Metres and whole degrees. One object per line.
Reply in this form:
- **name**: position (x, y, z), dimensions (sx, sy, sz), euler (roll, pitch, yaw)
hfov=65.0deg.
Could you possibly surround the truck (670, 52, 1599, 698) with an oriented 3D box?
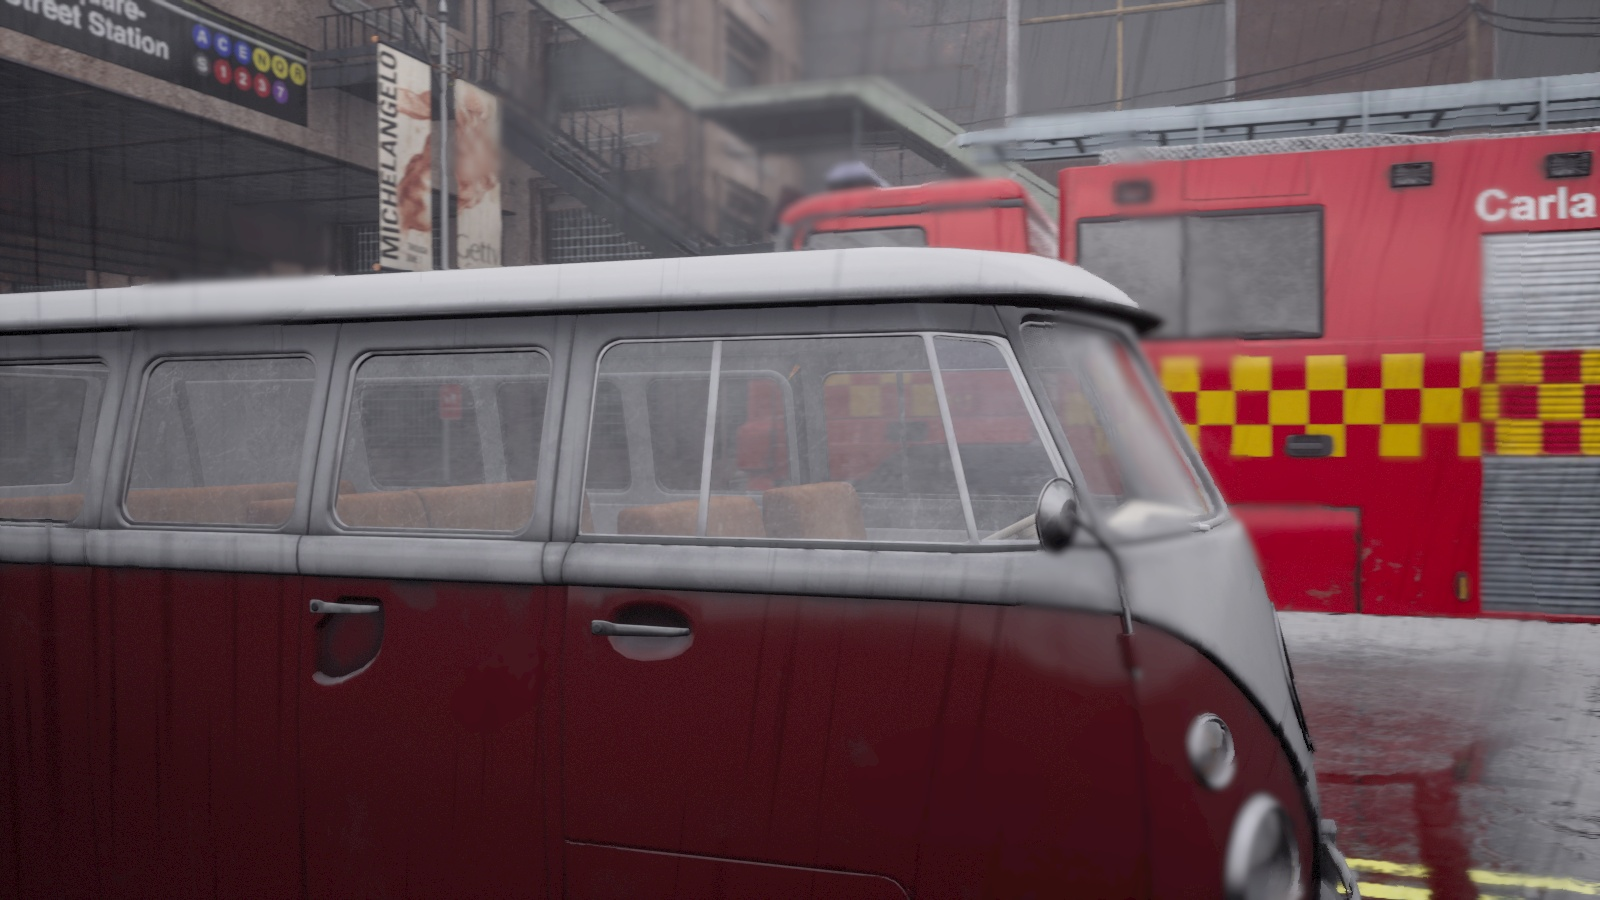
- **truck**: position (3.512, -0.475, 9.380), dimensions (8.468, 3.827, 2.891), euler (1, 1, 19)

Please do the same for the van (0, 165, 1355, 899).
- **van**: position (-0.965, 0.519, 3.514), dimensions (4.442, 1.987, 1.775), euler (1, 1, 19)
